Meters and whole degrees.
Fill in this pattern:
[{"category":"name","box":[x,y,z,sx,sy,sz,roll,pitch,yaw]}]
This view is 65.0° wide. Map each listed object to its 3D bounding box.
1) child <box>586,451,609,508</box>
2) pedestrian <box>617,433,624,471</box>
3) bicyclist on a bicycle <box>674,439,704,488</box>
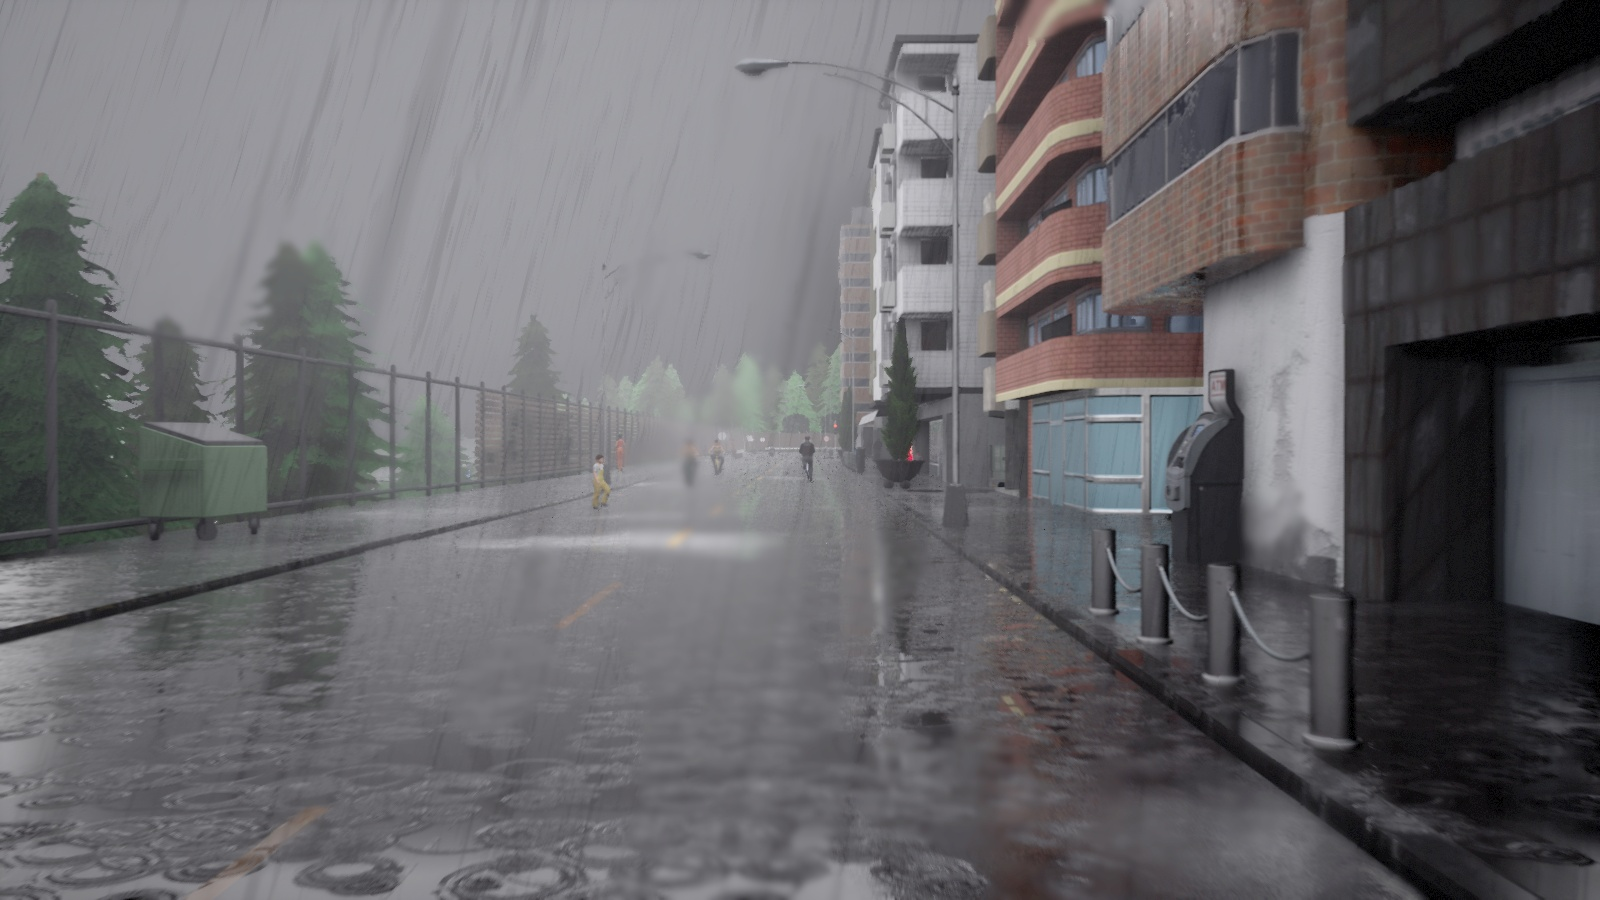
[{"category":"child","box":[-4.549,0.663,28.255,0.437,1.263,0.270,0,0,27]},{"category":"pedestrian","box":[-8.841,0.101,61.836,0.345,1.836,0.594,0,0,-6]},{"category":"bicyclist on a bicycle","box":[-3.743,0.440,42.526,0.866,1.612,1.509,0,0,1]}]
